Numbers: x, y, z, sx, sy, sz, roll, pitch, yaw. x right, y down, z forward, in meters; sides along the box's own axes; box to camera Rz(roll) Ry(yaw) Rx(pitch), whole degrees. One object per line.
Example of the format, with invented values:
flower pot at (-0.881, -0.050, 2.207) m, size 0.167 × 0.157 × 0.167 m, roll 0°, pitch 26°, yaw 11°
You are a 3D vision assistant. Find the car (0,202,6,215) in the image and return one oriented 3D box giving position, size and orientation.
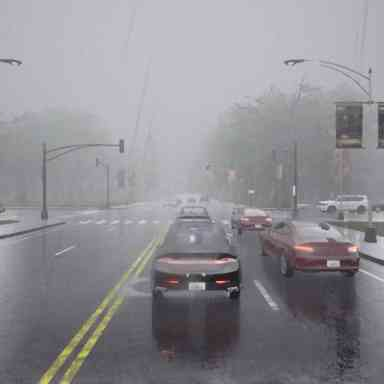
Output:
car at (-20.182, 1.224, 30.508) m, size 5.566 × 2.045 × 2.150 m, roll 0°, pitch 0°, yaw -1°

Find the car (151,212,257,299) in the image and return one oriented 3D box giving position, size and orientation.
car at (0.088, 1.496, 8.444) m, size 2.128 × 1.511 × 4.902 m, roll 0°, pitch 0°, yaw 0°

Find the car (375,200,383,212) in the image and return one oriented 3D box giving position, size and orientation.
car at (23.943, 1.695, 40.849) m, size 5.008 × 1.535 × 1.882 m, roll 0°, pitch 0°, yaw 0°

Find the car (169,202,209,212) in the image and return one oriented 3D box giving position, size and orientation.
car at (0.077, 1.517, 17.851) m, size 2.128 × 1.511 × 4.902 m, roll 0°, pitch 0°, yaw 0°

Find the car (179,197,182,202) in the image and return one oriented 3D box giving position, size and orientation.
car at (-3.399, 1.705, 61.351) m, size 2.128 × 1.511 × 4.902 m, roll 0°, pitch 0°, yaw 1°

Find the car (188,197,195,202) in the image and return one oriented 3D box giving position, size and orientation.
car at (-0.127, 1.965, 92.940) m, size 1.994 × 1.385 × 4.181 m, roll 0°, pitch -1°, yaw 0°

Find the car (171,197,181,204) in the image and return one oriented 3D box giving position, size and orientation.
car at (-3.347, 1.850, 71.262) m, size 1.994 × 1.385 × 4.181 m, roll 0°, pitch -1°, yaw 0°

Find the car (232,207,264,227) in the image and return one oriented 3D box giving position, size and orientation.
car at (3.335, 1.555, 18.970) m, size 1.812 × 1.442 × 4.674 m, roll 0°, pitch 0°, yaw 1°

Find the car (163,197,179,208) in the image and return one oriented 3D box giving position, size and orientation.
car at (-3.414, 1.760, 51.999) m, size 1.895 × 1.301 × 4.718 m, roll 0°, pitch 0°, yaw 0°

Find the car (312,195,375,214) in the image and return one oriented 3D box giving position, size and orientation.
car at (17.056, 1.399, 37.541) m, size 5.566 × 2.045 × 2.150 m, roll 0°, pitch 0°, yaw -1°

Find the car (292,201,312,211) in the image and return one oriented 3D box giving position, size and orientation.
car at (14.811, 1.772, 40.764) m, size 4.718 × 1.301 × 1.895 m, roll 0°, pitch 0°, yaw 0°

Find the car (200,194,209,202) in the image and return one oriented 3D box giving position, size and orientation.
car at (3.138, 1.642, 82.558) m, size 2.150 × 2.045 × 5.566 m, roll 0°, pitch -1°, yaw 0°

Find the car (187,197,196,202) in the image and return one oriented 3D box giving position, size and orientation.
car at (-0.111, 1.893, 82.487) m, size 1.882 × 1.535 × 5.008 m, roll 0°, pitch -1°, yaw 0°

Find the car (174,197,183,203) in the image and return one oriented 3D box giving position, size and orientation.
car at (-3.361, 1.945, 81.739) m, size 2.033 × 1.411 × 5.357 m, roll 0°, pitch -1°, yaw 0°

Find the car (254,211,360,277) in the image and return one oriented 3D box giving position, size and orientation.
car at (3.332, 1.533, 10.162) m, size 1.812 × 1.442 × 4.674 m, roll 0°, pitch 0°, yaw 0°
